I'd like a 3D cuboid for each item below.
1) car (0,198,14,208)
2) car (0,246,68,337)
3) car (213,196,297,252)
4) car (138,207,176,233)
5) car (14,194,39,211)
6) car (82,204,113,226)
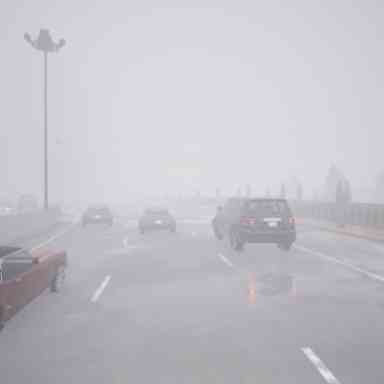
[{"bbox_3d":[-26.587,1.593,47.406,1.994,1.385,4.181,0,0,-22],"label":"car"},{"bbox_3d":[-3.746,1.606,5.865,1.895,1.301,4.718,0,0,-4],"label":"car"},{"bbox_3d":[2.407,1.191,14.082,2.150,2.045,5.566,0,0,-8],"label":"car"},{"bbox_3d":[-2.122,1.543,19.524,1.994,1.385,4.181,0,0,-10],"label":"car"},{"bbox_3d":[-20.509,1.237,41.692,2.150,2.045,5.566,0,0,-22],"label":"car"},{"bbox_3d":[-6.572,1.554,23.390,1.994,1.385,4.181,0,0,-13],"label":"car"}]
